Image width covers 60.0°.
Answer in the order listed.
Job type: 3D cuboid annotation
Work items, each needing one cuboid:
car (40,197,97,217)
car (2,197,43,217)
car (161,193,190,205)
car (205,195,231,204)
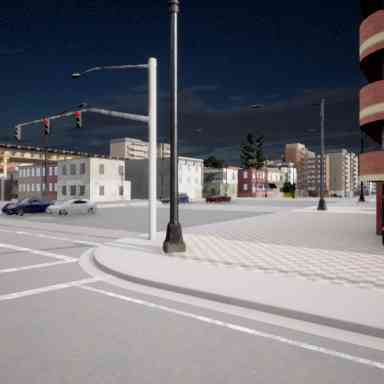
[{"bbox_3d":[-10.800,1.376,30.166,1.812,1.442,4.674,0,1,37],"label":"car"},{"bbox_3d":[-14.851,1.235,30.552,2.097,1.767,4.553,0,0,37],"label":"car"},{"bbox_3d":[-2.333,0.895,47.405,2.097,1.767,4.553,0,1,37],"label":"car"},{"bbox_3d":[3.882,1.044,49.882,1.895,1.301,4.718,0,1,37],"label":"car"}]
